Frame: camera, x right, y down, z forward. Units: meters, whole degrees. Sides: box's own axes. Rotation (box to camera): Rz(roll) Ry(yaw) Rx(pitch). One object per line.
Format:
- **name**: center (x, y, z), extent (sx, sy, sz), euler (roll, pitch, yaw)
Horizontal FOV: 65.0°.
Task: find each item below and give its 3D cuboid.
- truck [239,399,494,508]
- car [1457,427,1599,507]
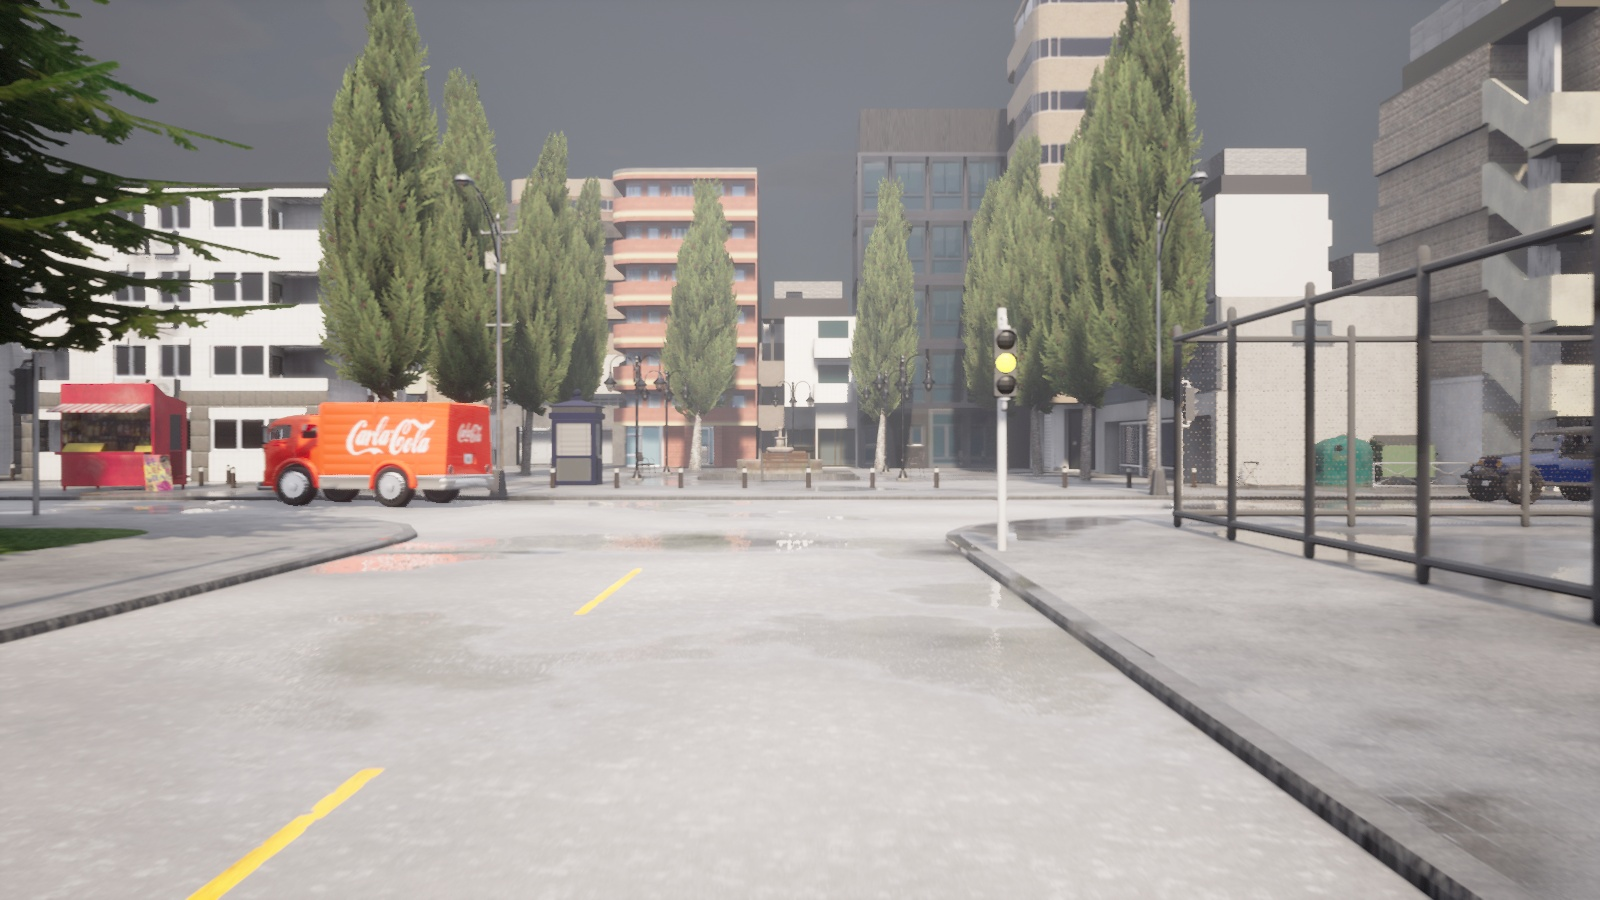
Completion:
- **truck**: center (-10.386, 0.081, 30.270), extent (5.204, 2.467, 2.627), euler (0, 0, 13)
- **car**: center (18.396, 0.385, 30.484), extent (3.866, 1.878, 1.905), euler (0, 0, 0)
